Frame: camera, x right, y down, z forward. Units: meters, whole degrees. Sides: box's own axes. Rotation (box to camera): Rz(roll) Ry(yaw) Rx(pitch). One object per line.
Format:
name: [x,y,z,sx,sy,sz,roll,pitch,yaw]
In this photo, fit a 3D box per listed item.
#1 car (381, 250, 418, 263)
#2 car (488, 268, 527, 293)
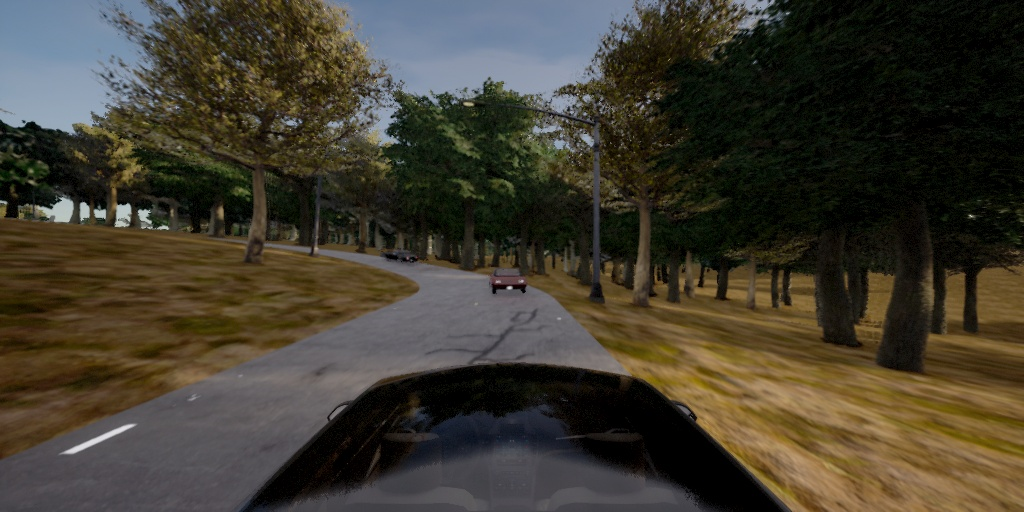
car: [-13.080,-0.039,41.467,4.718,1.301,1.895,8,8,34]
car: [-0.381,1.368,20.956,1.895,1.301,4.718,0,0,-7]
